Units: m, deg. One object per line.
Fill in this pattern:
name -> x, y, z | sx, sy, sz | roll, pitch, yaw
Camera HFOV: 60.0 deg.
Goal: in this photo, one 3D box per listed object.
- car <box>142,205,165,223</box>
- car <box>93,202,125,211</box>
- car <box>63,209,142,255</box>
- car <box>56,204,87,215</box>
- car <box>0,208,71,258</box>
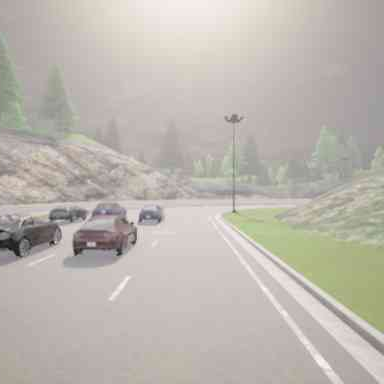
car -> -3.446, 1.837, 28.879 | 1.812, 1.442, 4.674 | 0, 0, 1
car -> -6.955, 1.658, 28.411 | 2.097, 1.767, 4.553 | 0, -1, 1
car -> -3.484, 1.676, 13.880 | 1.812, 1.442, 4.674 | 0, 0, 0
car -> -10.454, 1.800, 28.498 | 2.128, 1.511, 4.902 | 0, 0, 1
car -> -6.987, 1.639, 13.490 | 2.128, 1.511, 4.902 | 0, 0, 0
